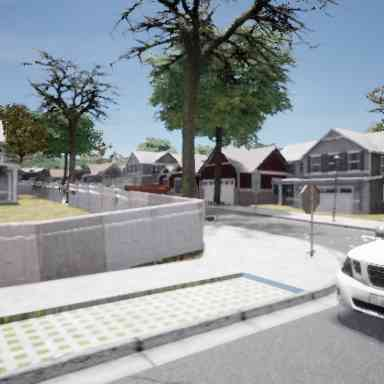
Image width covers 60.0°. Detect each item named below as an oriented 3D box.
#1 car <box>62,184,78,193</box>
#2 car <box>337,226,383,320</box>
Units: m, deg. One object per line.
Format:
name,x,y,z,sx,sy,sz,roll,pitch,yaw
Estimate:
car,-17.401,-0.444,47.487,1.812,1.442,4.674,1,2,-34
car,5.210,1.279,6.502,5.566,2.045,2.150,-1,1,-34
